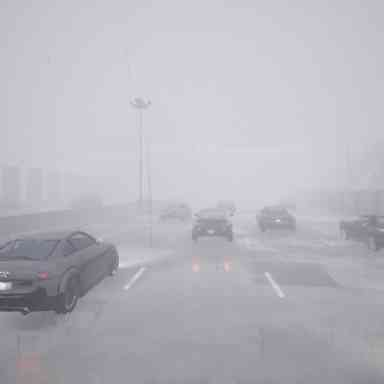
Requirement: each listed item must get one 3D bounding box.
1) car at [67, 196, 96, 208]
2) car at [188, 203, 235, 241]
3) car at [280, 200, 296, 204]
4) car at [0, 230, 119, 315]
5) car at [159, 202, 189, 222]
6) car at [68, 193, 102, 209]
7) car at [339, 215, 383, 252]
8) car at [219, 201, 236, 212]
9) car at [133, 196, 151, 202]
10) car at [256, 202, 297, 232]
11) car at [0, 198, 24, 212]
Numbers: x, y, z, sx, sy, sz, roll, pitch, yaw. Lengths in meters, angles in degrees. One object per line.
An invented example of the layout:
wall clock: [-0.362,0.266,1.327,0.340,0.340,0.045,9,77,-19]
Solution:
car: [-15.721,1.431,47.628,1.837,1.490,4.892,0,1,10]
car: [1.084,1.513,16.589,1.812,1.442,4.674,0,0,6]
car: [11.781,1.588,41.397,1.895,1.301,4.718,0,0,10]
car: [-3.103,1.552,7.633,1.994,1.385,4.181,0,0,3]
car: [-1.210,1.522,26.515,2.033,1.411,5.357,0,0,9]
car: [-13.221,1.163,41.527,2.150,2.045,5.566,0,0,10]
car: [7.807,1.604,13.820,1.895,1.301,4.718,0,0,5]
car: [3.745,1.578,35.720,1.895,1.301,4.718,0,0,9]
car: [-7.778,1.431,52.315,2.128,1.511,4.902,0,0,11]
car: [5.025,1.557,20.250,1.994,1.385,4.181,0,0,8]
car: [-20.996,1.419,37.182,2.128,1.511,4.902,0,0,9]
